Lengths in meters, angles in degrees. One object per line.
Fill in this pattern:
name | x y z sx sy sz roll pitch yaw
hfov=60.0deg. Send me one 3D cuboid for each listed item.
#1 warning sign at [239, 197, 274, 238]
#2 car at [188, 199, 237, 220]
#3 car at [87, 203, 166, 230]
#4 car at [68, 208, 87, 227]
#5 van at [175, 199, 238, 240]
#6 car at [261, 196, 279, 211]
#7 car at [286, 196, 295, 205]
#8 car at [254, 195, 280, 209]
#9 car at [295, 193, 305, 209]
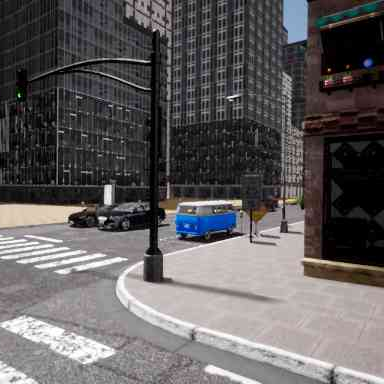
warning sign | 3.117 1.177 16.124 1.300 1.860 1.060 1 1 35
car | 1.861 1.426 28.451 1.837 1.490 4.892 1 1 36
car | -3.659 1.431 20.695 2.128 1.511 4.902 1 1 35
car | -5.996 1.467 21.879 1.947 1.339 4.313 1 1 35
van | 0.836 1.368 17.018 1.690 1.788 3.998 1 1 35
car | 7.755 1.429 36.731 1.812 1.442 4.674 1 1 36
car | 16.354 1.363 53.298 1.752 1.417 4.829 1 1 35
car | 10.039 1.293 44.419 1.967 1.590 4.097 1 1 35
car | 15.419 1.159 42.093 2.150 2.045 5.566 1 1 36
